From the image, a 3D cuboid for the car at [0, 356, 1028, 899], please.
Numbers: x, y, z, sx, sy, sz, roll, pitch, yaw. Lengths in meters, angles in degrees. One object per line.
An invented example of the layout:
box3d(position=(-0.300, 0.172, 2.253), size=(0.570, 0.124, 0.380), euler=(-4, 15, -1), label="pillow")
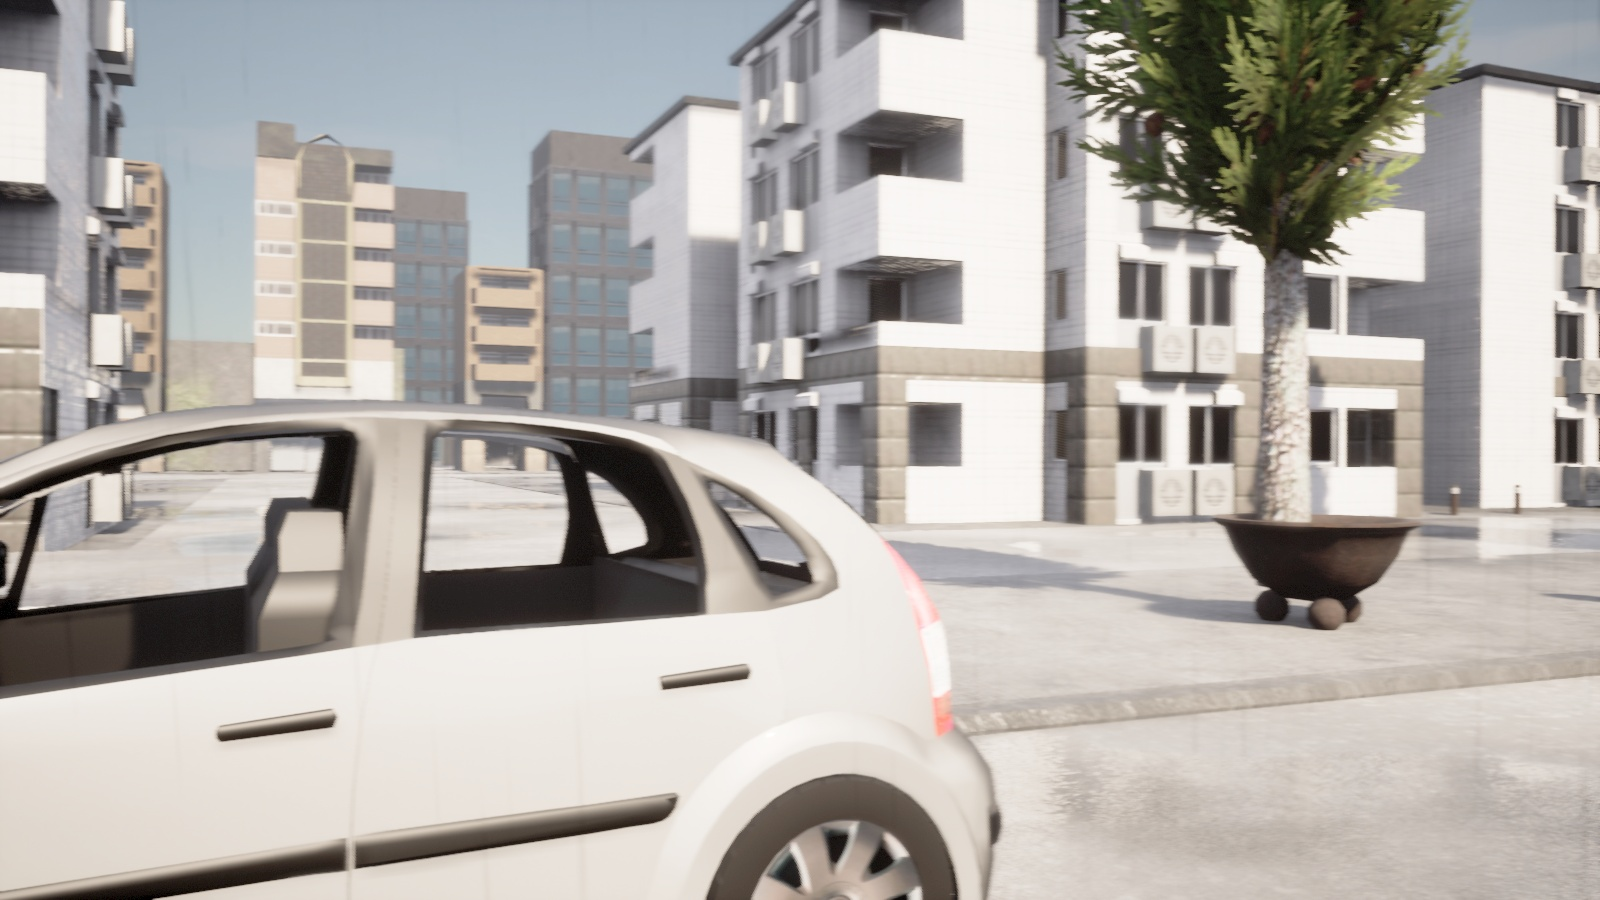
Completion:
box3d(position=(-1.615, 0.640, 3.195), size=(3.988, 1.617, 1.851), euler=(0, 0, -25), label="car")
